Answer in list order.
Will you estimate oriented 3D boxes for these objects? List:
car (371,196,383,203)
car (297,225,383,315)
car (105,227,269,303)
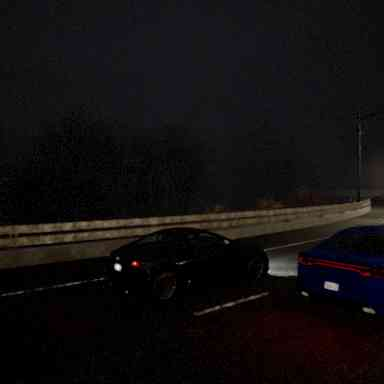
[{"bbox_3d":[37.026,1.417,65.645,2.033,1.411,5.357,0,0,12],"label":"car"},{"bbox_3d":[4.329,1.480,7.338,5.008,1.535,1.882,0,0,-39],"label":"car"},{"bbox_3d":[0.006,1.582,8.347,4.181,1.385,1.994,0,0,-37],"label":"car"}]
